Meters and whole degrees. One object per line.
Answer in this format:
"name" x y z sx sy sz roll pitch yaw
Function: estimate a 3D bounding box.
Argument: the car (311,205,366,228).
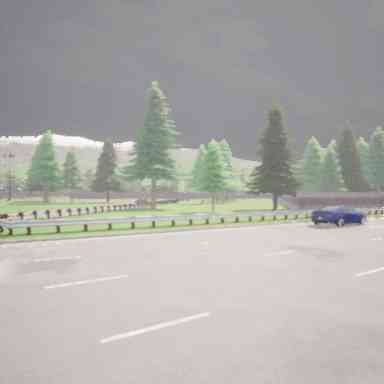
"car" 10.838 1.694 24.377 5.008 1.535 1.882 1 -1 -35

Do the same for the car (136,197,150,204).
"car" -9.289 1.771 63.673 2.128 1.511 4.902 0 0 5
